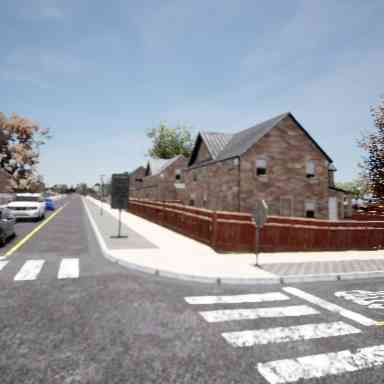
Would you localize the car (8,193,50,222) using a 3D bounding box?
[{"bbox_3d":[-12.783,1.144,25.904,2.150,2.045,5.566,2,-1,-17],"label":"car"}]

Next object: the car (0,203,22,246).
[{"bbox_3d":[-8.921,1.419,14.533,1.837,1.490,4.892,2,-1,-20],"label":"car"}]

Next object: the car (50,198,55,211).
[{"bbox_3d":[-17.383,1.407,39.525,1.882,1.535,5.008,2,0,-18],"label":"car"}]
